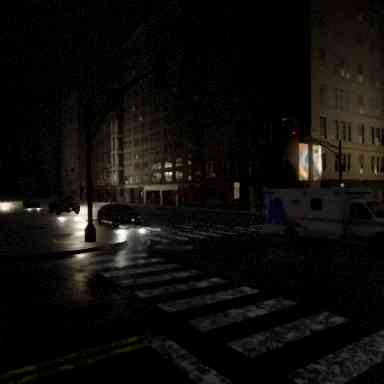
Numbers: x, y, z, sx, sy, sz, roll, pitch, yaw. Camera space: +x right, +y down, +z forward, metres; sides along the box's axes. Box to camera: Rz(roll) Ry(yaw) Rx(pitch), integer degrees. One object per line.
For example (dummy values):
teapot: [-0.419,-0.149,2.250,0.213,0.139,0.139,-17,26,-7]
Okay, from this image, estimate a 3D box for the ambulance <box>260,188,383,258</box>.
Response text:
ambulance: [5.940,1.051,13.942,2.351,2.431,6.366,-1,0,-36]

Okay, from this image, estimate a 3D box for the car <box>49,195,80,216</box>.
car: [-13.831,1.374,35.802,2.150,2.045,5.566,-1,0,-36]

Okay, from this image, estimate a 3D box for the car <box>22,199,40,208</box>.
car: [-24.986,1.753,51.573,2.033,1.411,5.357,-1,0,-35]

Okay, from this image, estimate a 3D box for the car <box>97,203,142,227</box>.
car: [-5.295,1.614,23.871,1.837,1.490,4.892,-1,0,-36]
